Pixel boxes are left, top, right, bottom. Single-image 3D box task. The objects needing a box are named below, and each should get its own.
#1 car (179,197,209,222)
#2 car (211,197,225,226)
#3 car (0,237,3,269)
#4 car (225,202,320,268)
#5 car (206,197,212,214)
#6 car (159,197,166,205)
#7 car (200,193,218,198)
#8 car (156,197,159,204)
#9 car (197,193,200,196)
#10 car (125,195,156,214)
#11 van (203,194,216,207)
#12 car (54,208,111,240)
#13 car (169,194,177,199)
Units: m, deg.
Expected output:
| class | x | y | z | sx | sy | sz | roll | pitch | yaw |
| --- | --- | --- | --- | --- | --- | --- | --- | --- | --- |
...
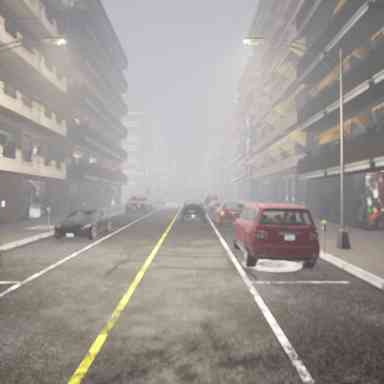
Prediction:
| class | x | y | z | sx | sy | sz | roll | pitch | yaw |
| --- | --- | --- | --- | --- | --- | --- | --- | --- | --- |
| car | 0.090 | 1.410 | 25.378 | 1.837 | 1.490 | 4.892 | 0 | 0 | 0 |
| car | 2.542 | 1.355 | 22.139 | 1.967 | 1.590 | 4.097 | 1 | 0 | 0 |
| car | -5.293 | 1.291 | 5.601 | 2.192 | 1.841 | 5.009 | 1 | 0 | 0 |
| car | 2.550 | 1.269 | 11.076 | 2.192 | 1.841 | 5.009 | 1 | 0 | 0 |
| car | 2.534 | 1.466 | 33.202 | 1.802 | 1.307 | 4.206 | 1 | 0 | 0 |
| car | -5.323 | 1.427 | 55.379 | 1.802 | 1.307 | 4.206 | 1 | 0 | 0 |
| car | 2.534 | 1.176 | 44.264 | 2.192 | 1.841 | 5.009 | 1 | 0 | 0 |
| car | -5.315 | 1.416 | 38.785 | 1.887 | 1.381 | 4.507 | 1 | 0 | 0 |
| car | 2.545 | 1.117 | 93.508 | 2.192 | 1.841 | 5.009 | 1 | 0 | 0 |
| car | -5.307 | 1.198 | 33.253 | 2.192 | 1.841 | 5.009 | 1 | 0 | 0 |
| van | 2.531 | 1.194 | 49.796 | 1.690 | 1.788 | 3.998 | 1 | 0 | 0 |
| car | -5.305 | 1.499 | 16.664 | 1.947 | 1.339 | 4.313 | 1 | 0 | 0 |
| car | -5.340 | 1.368 | 93.459 | 1.947 | 1.339 | 4.313 | 1 | 0 | 0 |
